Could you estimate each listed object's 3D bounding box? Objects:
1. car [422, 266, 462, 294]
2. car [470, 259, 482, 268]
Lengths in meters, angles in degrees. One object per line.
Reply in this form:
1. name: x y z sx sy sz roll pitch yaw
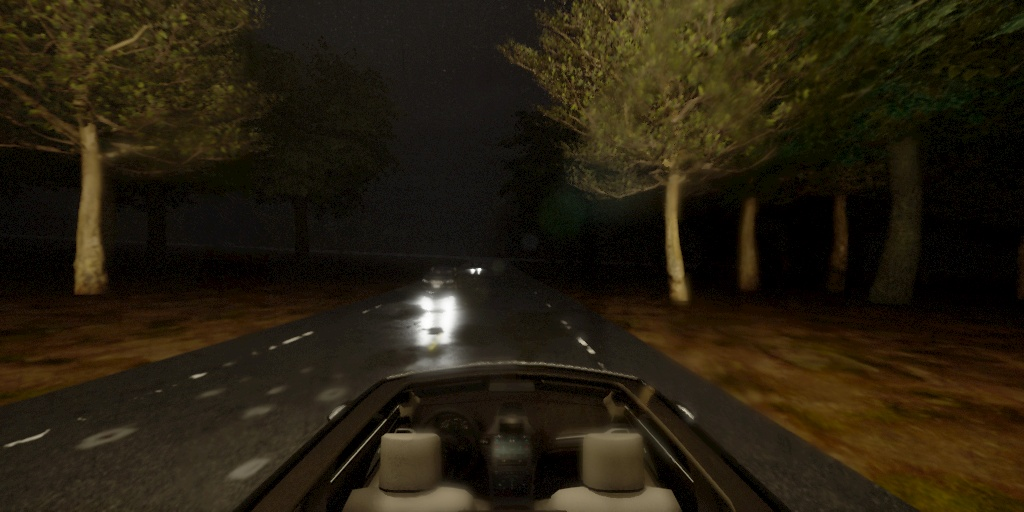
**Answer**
1. car: -4.042 1.347 21.290 2.128 1.511 4.902 0 0 -2
2. car: -6.097 1.270 61.498 2.128 1.511 4.902 0 1 -3
